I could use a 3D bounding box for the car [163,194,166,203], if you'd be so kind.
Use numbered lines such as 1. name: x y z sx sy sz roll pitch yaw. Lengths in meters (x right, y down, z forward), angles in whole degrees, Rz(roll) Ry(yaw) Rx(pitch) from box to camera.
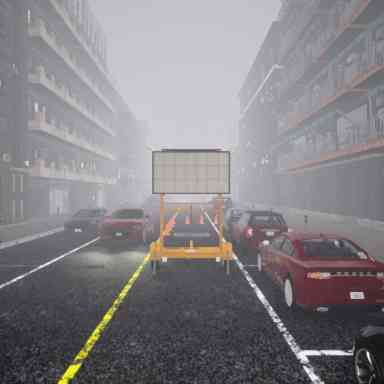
1. car: -5.788 1.304 52.708 2.192 1.841 5.009 0 0 0

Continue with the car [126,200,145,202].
1. car: -5.746 1.522 29.992 1.752 1.417 4.829 0 0 0

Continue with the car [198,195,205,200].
1. car: 2.516 1.513 92.175 1.887 1.381 4.507 0 0 0

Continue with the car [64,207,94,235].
1. car: -5.725 1.565 18.889 1.947 1.339 4.313 0 0 0

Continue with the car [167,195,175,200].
1. car: -5.864 1.513 92.163 1.887 1.381 4.507 0 0 0

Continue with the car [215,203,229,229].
1. car: 2.656 1.550 18.901 2.008 1.369 4.403 0 0 0

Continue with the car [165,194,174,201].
1. car: -5.853 1.412 86.526 1.967 1.590 4.097 0 0 0

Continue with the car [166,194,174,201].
1. car: -5.842 1.290 80.890 2.192 1.841 5.009 0 0 0

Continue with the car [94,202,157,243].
1. car: -3.031 1.477 16.270 1.882 1.535 5.008 0 0 0

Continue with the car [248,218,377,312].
1. car: 2.677 1.545 7.629 1.887 1.381 4.507 0 0 0

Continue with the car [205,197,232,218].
1. car: 2.635 1.312 30.175 2.192 1.841 5.009 0 0 0

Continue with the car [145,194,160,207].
1. car: -5.779 1.431 47.072 1.967 1.590 4.097 0 0 0

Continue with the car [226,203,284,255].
1. car: 2.666 1.440 13.266 1.967 1.590 4.097 0 0 0

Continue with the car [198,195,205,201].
1. car: 2.537 1.500 81.072 1.752 1.417 4.829 0 0 0

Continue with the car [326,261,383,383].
1. car: 2.687 1.566 1.993 1.947 1.339 4.313 0 0 0

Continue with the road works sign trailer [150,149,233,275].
1. road works sign trailer: -0.020 0.464 10.393 2.380 3.560 2.880 0 0 0

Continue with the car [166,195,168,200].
1. car: -5.801 1.568 58.345 1.802 1.307 4.206 0 0 0
